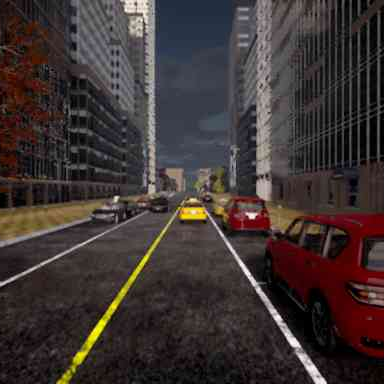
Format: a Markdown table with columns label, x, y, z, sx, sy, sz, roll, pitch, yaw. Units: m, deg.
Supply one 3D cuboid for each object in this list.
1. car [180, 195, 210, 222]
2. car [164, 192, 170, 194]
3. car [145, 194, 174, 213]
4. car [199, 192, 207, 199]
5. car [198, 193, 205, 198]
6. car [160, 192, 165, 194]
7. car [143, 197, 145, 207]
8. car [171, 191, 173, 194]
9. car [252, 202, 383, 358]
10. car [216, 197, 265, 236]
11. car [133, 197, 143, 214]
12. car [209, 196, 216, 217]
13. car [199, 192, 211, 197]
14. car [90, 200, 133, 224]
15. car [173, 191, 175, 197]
| label | x | y | z | sx | sy | sz | roll | pitch | yaw |
| --- | --- | --- | --- | --- | --- | --- | --- | --- | --- |
| car | 0.083 | 1.279 | 24.031 | 1.801 | 1.575 | 5.366 | 0 | 1 | 0 |
| car | -5.730 | 1.058 | 62.847 | 1.887 | 1.381 | 4.507 | 0 | 0 | 0 |
| car | -3.119 | 1.230 | 33.035 | 1.882 | 1.535 | 5.008 | 0 | 0 | 0 |
| car | 2.640 | 0.813 | 79.913 | 1.967 | 1.590 | 4.097 | 0 | 0 | 0 |
| car | 2.631 | 0.858 | 91.299 | 1.802 | 1.307 | 4.206 | 0 | 0 | 0 |
| car | -5.723 | 1.156 | 51.463 | 2.008 | 1.369 | 4.403 | 0 | 0 | 0 |
| car | -5.714 | 1.279 | 40.078 | 1.802 | 1.307 | 4.206 | 0 | 0 | 0 |
| car | -5.738 | 1.002 | 74.232 | 1.802 | 1.307 | 4.206 | 0 | 0 | 0 |
| car | 2.690 | 1.271 | 5.918 | 2.192 | 1.841 | 5.009 | 0 | 0 | 0 |
| car | 2.683 | 1.188 | 17.303 | 2.192 | 1.841 | 5.009 | 0 | 0 | 0 |
| car | -5.707 | 1.352 | 28.695 | 1.947 | 1.339 | 4.313 | 0 | 0 | 0 |
| car | 2.674 | 1.310 | 28.857 | 1.752 | 1.417 | 4.829 | 0 | 0 | 0 |
| car | 2.654 | 1.126 | 57.148 | 1.947 | 1.339 | 4.313 | 0 | 0 | 0 |
| car | -5.703 | 1.380 | 23.003 | 2.008 | 1.369 | 4.403 | 0 | 0 | 0 |
| car | -5.749 | 0.716 | 91.306 | 1.967 | 1.590 | 4.097 | 0 | 0 | 0 |
